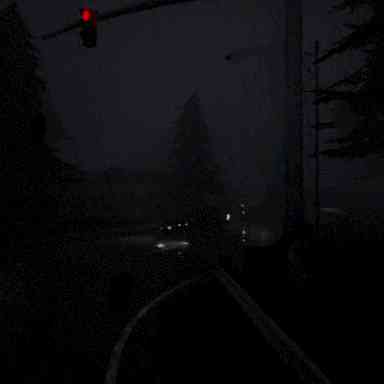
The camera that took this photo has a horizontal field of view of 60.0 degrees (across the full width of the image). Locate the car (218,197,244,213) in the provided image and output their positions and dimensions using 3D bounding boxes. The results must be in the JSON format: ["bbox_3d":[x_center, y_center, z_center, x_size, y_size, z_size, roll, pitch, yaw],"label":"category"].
[{"bbox_3d":[4.676,1.349,36.240,2.097,1.767,4.553,0,0,-39],"label":"car"}]

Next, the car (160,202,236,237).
[{"bbox_3d":[0.296,1.496,18.135,1.837,1.490,4.892,0,0,35],"label":"car"}]

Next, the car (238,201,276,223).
[{"bbox_3d":[5.275,1.587,25.959,1.895,1.301,4.718,0,0,23],"label":"car"}]
